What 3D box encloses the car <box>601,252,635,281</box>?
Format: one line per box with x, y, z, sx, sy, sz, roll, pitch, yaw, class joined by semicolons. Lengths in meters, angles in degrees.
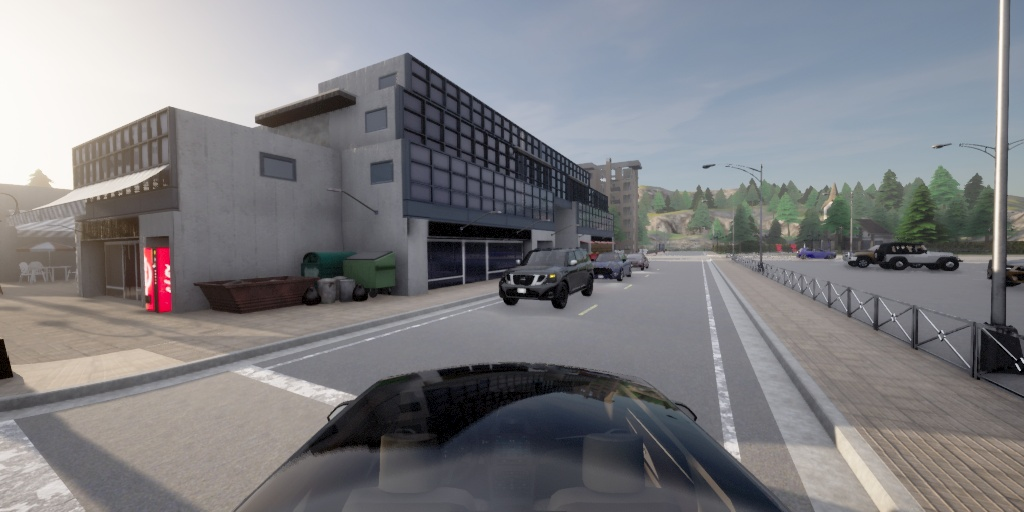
6.162;0.555;22.656;2.097;1.767;4.553;0;2;28;car

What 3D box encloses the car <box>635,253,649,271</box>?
10.923;0.454;31.713;1.812;1.442;4.674;0;2;28;car

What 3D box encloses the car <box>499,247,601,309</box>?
1.590;0.690;13.947;2.150;2.045;5.566;0;1;28;car
